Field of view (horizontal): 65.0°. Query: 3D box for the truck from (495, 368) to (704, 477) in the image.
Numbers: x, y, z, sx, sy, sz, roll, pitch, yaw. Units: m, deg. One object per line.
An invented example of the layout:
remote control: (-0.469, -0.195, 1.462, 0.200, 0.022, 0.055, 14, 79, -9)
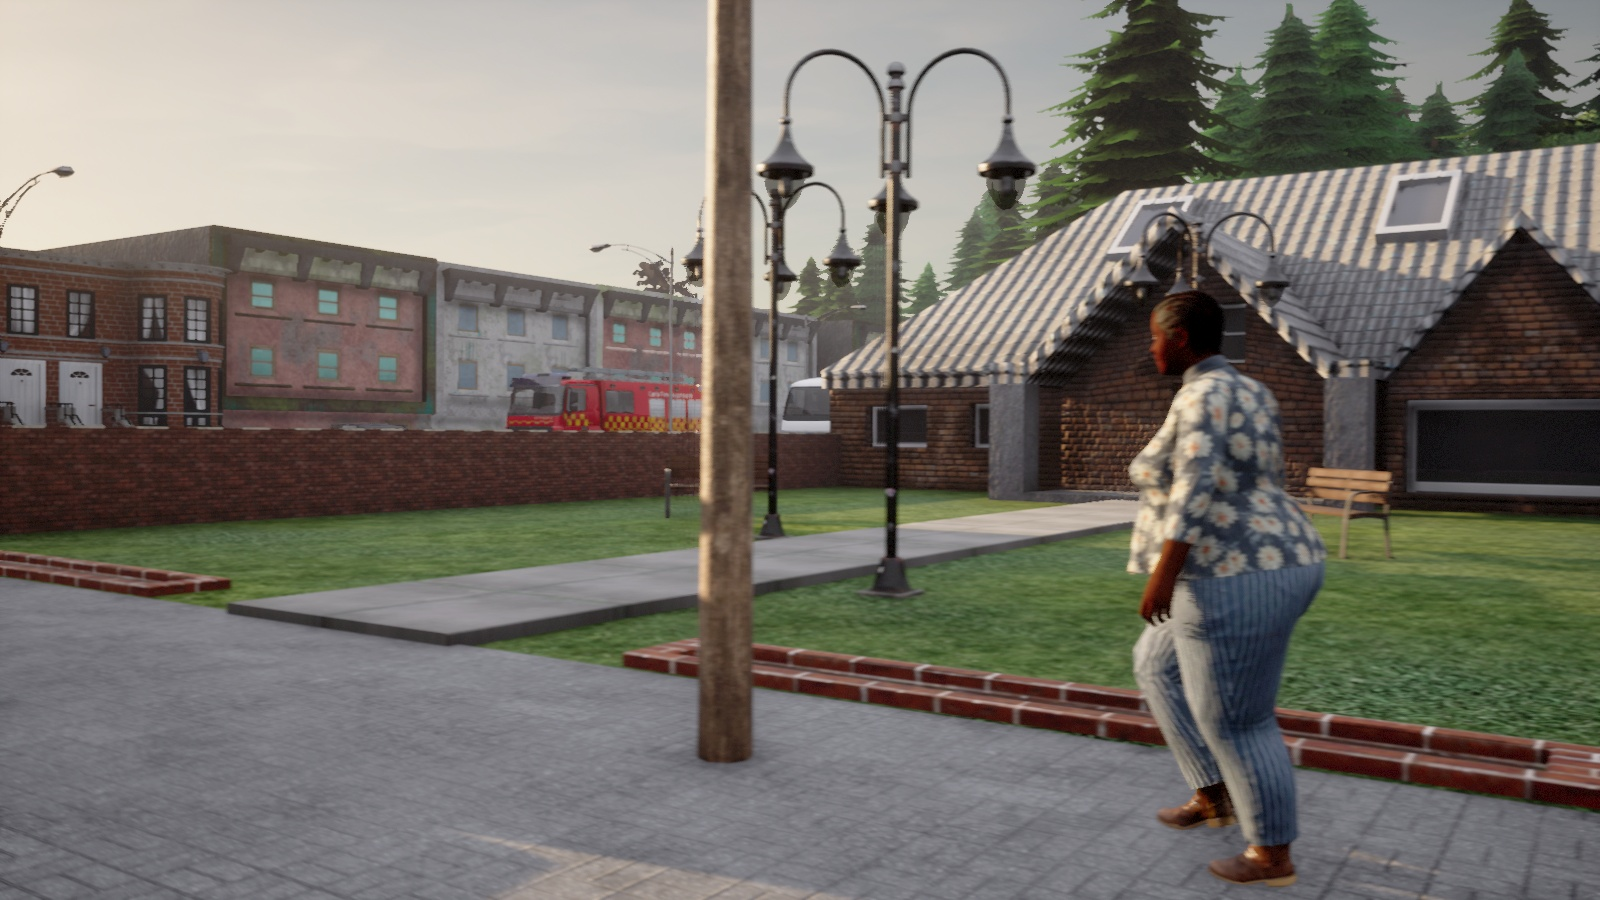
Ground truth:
truck: (-7.451, -1.023, 48.184, 2.891, 3.827, 8.468, 0, 1, 34)

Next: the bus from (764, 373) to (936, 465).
bus: (2.753, -1.536, 63.474, 3.944, 4.253, 10.273, 0, 1, 33)

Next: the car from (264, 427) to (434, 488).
car: (-13.803, 0.187, 38.661, 2.097, 1.767, 4.553, 0, 1, 34)

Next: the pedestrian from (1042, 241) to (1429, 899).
pedestrian: (1.371, 0.375, 3.914, 0.900, 1.855, 0.874, 0, 1, 38)
